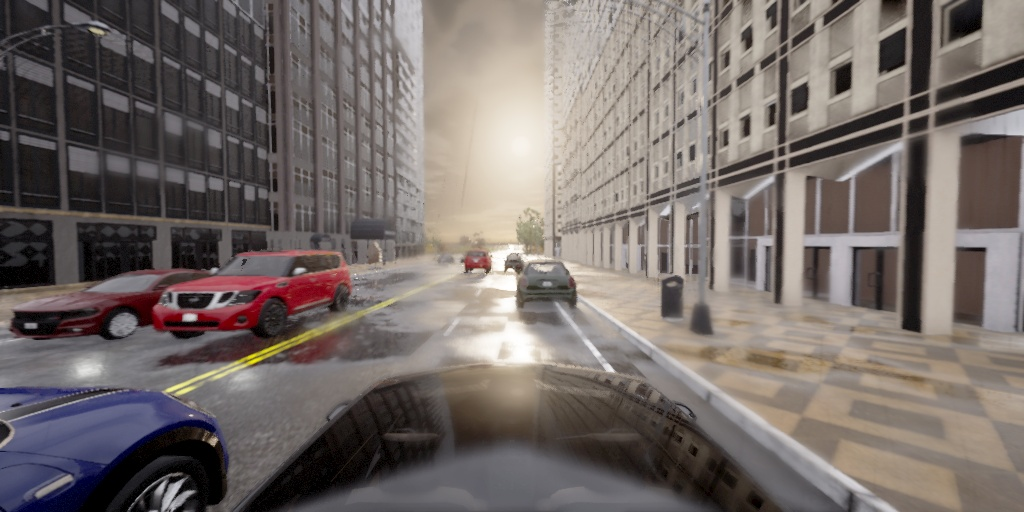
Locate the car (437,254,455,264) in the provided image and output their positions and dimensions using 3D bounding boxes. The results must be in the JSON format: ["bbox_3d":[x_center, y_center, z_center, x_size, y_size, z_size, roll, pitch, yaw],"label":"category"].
[{"bbox_3d":[-9.573,0.432,52.153,2.128,1.511,4.902,0,1,1],"label":"car"}]

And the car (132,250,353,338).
[{"bbox_3d":[-6.556,0.849,10.067,2.150,2.045,5.566,0,1,0],"label":"car"}]

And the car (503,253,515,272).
[{"bbox_3d":[0.175,0.718,34.750,1.837,1.490,4.892,0,1,1],"label":"car"}]

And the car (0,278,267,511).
[{"bbox_3d":[-3.159,1.122,0.756,2.097,1.767,4.553,0,1,0],"label":"car"}]

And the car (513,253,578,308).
[{"bbox_3d":[1.197,0.901,14.006,2.097,1.767,4.553,0,1,0],"label":"car"}]

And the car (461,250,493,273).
[{"bbox_3d":[-3.007,0.473,32.788,2.150,2.045,5.566,0,1,0],"label":"car"}]

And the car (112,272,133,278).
[{"bbox_3d":[-9.806,1.116,9.809,1.882,1.535,5.008,0,1,0],"label":"car"}]
